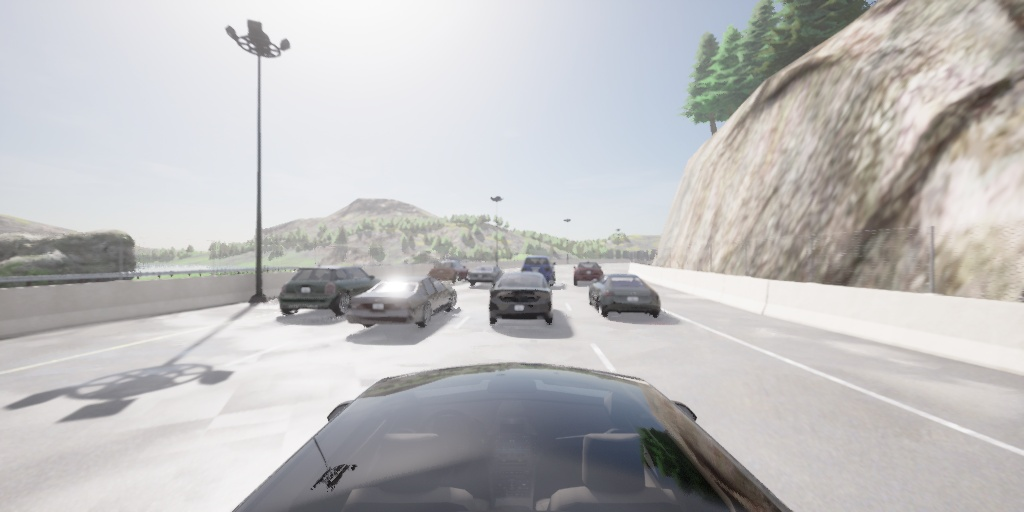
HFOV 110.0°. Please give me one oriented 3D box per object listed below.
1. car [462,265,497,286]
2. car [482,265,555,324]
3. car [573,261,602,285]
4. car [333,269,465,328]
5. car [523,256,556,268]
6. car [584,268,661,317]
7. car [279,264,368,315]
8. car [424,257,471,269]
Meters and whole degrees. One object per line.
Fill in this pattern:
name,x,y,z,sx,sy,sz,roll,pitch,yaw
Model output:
car,-1.664,1.352,25.649,2.033,1.411,5.357,0,0,9
car,0.395,1.251,12.171,1.882,1.535,5.008,0,0,5
car,5.639,1.158,26.760,2.097,1.767,4.553,0,0,10
car,-3.177,1.320,11.498,2.033,1.411,5.357,0,0,4
car,1.990,1.029,26.258,2.150,2.045,5.566,0,0,10
car,4.026,1.342,13.403,1.994,1.385,4.181,0,0,5
car,-6.488,1.128,13.713,2.097,1.767,4.553,0,0,5
car,-4.772,1.161,28.164,2.097,1.767,4.553,0,0,10
